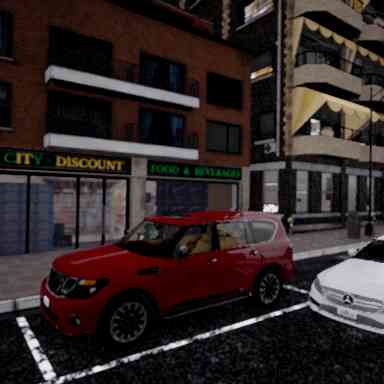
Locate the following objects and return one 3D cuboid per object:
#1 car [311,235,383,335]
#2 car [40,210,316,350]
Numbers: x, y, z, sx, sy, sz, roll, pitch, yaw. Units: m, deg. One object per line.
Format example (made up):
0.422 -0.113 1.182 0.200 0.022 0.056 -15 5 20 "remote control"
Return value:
4.222 1.558 6.354 4.674 1.442 1.812 0 0 -35 "car"
-0.127 1.331 6.441 5.009 1.841 2.192 0 1 -35 "car"
